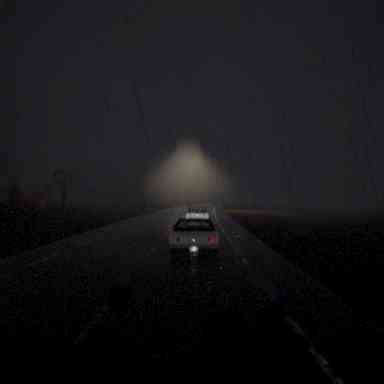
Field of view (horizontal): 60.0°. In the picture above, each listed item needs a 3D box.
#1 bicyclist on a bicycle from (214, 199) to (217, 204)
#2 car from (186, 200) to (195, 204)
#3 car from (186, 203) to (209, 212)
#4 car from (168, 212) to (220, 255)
[{"bbox_3d":[6.469,2.829,94.102,0.582,1.620,1.656,0,-1,7],"label":"bicyclist on a bicycle"},{"bbox_3d":[-0.238,2.474,72.811,1.837,1.490,4.892,0,-1,5],"label":"car"},{"bbox_3d":[0.502,1.927,28.995,1.895,1.301,4.718,0,-1,2],"label":"car"},{"bbox_3d":[0.110,1.747,14.033,1.895,1.301,4.718,0,-1,1],"label":"car"}]
